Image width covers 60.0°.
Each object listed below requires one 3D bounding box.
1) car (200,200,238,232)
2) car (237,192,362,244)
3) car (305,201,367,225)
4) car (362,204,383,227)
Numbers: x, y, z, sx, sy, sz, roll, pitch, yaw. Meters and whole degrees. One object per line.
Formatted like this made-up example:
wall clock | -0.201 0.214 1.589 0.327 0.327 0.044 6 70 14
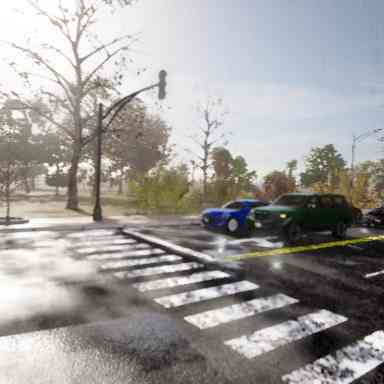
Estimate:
car | 2.731 1.141 17.572 5.008 1.535 1.882 1 2 -36
car | 5.003 1.043 15.164 5.566 2.045 2.150 1 2 -34
car | 9.939 1.364 22.870 4.181 1.385 1.994 1 2 -36
car | 12.936 1.448 21.051 5.008 1.535 1.882 1 2 -37
